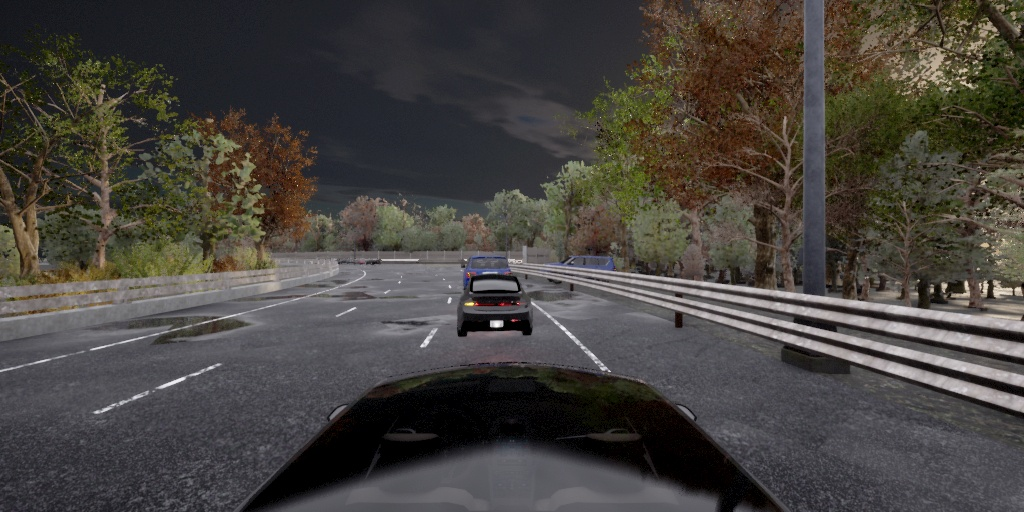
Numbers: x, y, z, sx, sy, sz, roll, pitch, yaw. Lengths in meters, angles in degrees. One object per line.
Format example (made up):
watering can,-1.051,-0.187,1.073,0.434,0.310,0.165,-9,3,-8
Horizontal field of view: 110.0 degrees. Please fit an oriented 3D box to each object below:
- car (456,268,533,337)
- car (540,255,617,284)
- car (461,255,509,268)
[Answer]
car,-0.551,1.255,10.347,1.837,1.490,4.892,0,0,-5
car,4.839,0.962,26.132,5.566,2.045,2.150,3,1,-7
car,-1.317,0.971,17.827,2.150,2.045,5.566,0,0,-9
